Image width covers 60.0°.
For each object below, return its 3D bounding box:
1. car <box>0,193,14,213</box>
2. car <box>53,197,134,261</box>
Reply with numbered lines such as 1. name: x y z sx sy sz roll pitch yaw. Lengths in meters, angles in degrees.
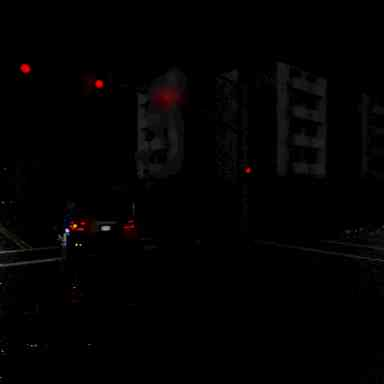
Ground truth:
1. car: -20.814 1.166 36.154 2.150 2.045 5.566 0 0 -36
2. car: -3.851 1.207 12.631 2.150 2.045 5.566 1 0 -26
